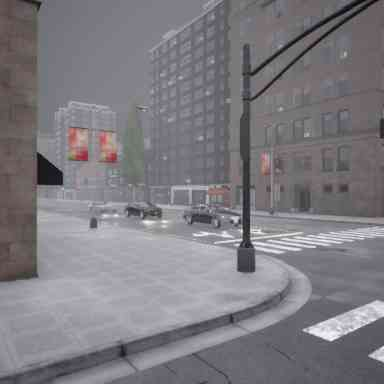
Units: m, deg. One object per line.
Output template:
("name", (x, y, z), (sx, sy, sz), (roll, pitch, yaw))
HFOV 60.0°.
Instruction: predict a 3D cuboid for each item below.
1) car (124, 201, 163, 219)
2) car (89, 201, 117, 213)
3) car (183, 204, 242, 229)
("car", (-4.538, 1.579, 30.659), (1.882, 1.535, 5.008), (0, 0, -35))
("car", (-10.440, 1.741, 38.894), (1.895, 1.301, 4.718), (0, 0, -36))
("car", (1.284, 1.554, 22.549), (2.128, 1.511, 4.902), (0, 0, -36))
